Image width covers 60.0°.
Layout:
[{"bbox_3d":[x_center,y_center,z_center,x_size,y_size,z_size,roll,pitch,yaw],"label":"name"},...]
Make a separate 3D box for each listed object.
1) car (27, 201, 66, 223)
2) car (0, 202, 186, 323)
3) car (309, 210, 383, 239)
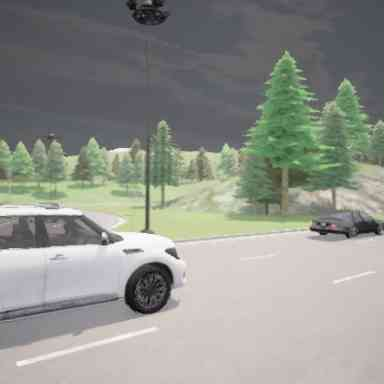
[{"bbox_3d":[-11.799,1.595,27.334,1.882,1.535,5.008,1,-1,-11],"label":"car"},{"bbox_3d":[-2.790,1.248,6.038,5.566,2.045,2.150,0,0,-35],"label":"car"},{"bbox_3d":[8.811,1.736,18.572,5.357,1.411,2.033,1,-1,-35],"label":"car"}]
